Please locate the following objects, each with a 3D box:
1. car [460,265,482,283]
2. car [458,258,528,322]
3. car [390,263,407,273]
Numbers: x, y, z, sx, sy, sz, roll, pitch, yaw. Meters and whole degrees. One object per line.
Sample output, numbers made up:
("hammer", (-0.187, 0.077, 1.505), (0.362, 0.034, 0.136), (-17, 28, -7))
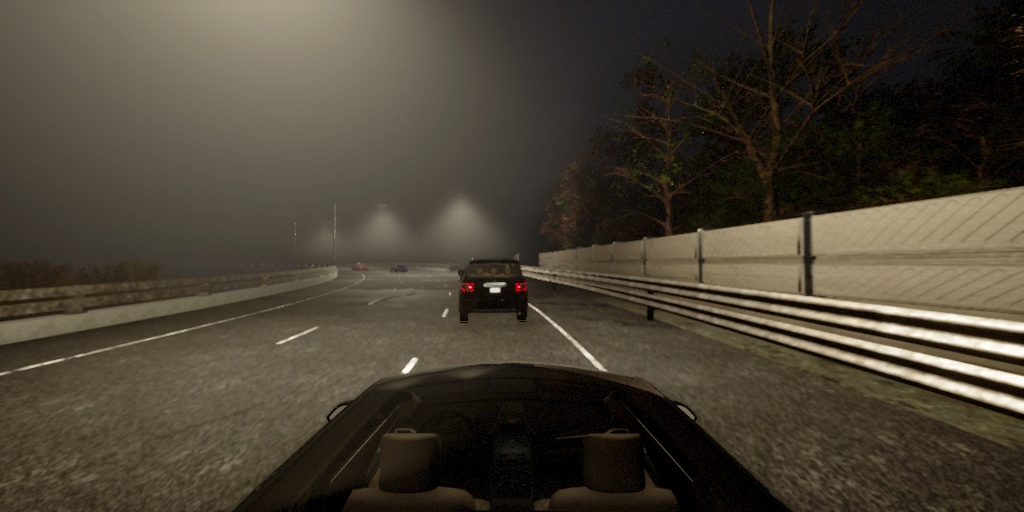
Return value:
("car", (-3.782, 1.575, 32.739), (1.812, 1.442, 4.674), (0, -1, -8))
("car", (-0.766, 1.082, 12.986), (2.150, 2.045, 5.566), (0, 0, -6))
("car", (-16.729, 1.783, 52.792), (1.812, 1.442, 4.674), (0, -1, -28))
